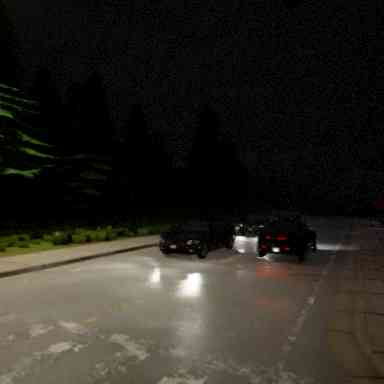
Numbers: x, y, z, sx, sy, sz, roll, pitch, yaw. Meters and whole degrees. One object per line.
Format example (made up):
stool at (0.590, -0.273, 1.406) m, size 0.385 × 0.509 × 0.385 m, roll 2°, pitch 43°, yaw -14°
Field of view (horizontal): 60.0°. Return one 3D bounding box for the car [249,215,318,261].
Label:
car at (4.289, 1.997, 14.685) m, size 1.837 × 1.490 × 4.892 m, roll 0°, pitch -2°, yaw 28°

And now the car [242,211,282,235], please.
car at (4.867, 2.265, 23.850) m, size 1.812 × 1.442 × 4.674 m, roll 0°, pitch -2°, yaw 27°

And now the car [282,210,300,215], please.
car at (9.559, 2.547, 33.170) m, size 1.882 × 1.535 × 5.008 m, roll 0°, pitch -2°, yaw 27°

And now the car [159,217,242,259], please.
car at (0.398, 1.902, 14.966) m, size 1.882 × 1.535 × 5.008 m, roll 0°, pitch -2°, yaw 27°
